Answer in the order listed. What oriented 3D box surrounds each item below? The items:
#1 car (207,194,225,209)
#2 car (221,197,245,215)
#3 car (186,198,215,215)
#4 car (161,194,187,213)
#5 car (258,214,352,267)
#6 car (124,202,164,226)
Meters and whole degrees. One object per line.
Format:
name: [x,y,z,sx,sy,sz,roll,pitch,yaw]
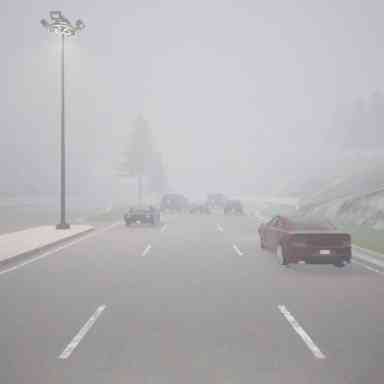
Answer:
car: [3.396,1.221,44.426,2.150,2.045,5.566,0,0,16]
car: [4.387,1.502,34.393,1.837,1.490,4.892,-1,-1,10]
car: [0.927,1.601,34.371,1.895,1.301,4.718,0,0,9]
car: [-1.911,1.221,38.006,2.150,2.045,5.566,0,0,13]
car: [3.600,1.477,11.477,1.882,1.535,5.008,0,0,0]
car: [-3.364,1.600,23.360,1.895,1.301,4.718,0,0,1]
